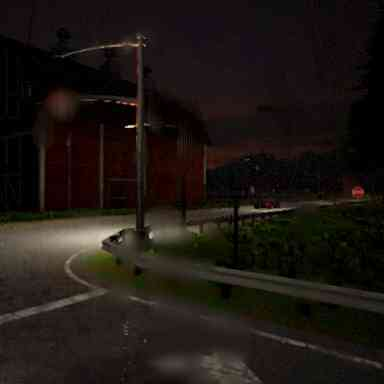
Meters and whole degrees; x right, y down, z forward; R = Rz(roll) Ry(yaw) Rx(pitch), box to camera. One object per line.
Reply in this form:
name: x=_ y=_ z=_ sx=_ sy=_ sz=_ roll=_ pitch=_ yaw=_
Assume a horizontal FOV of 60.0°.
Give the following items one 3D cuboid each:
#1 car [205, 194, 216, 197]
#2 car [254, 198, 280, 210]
car: x=4.039 y=1.141 z=79.550 sx=1.816 sy=1.474 sz=4.193 roll=1 pitch=0 yaw=36
car: x=9.174 y=1.445 z=40.508 sx=1.994 sy=1.385 sz=4.181 roll=1 pitch=0 yaw=37
